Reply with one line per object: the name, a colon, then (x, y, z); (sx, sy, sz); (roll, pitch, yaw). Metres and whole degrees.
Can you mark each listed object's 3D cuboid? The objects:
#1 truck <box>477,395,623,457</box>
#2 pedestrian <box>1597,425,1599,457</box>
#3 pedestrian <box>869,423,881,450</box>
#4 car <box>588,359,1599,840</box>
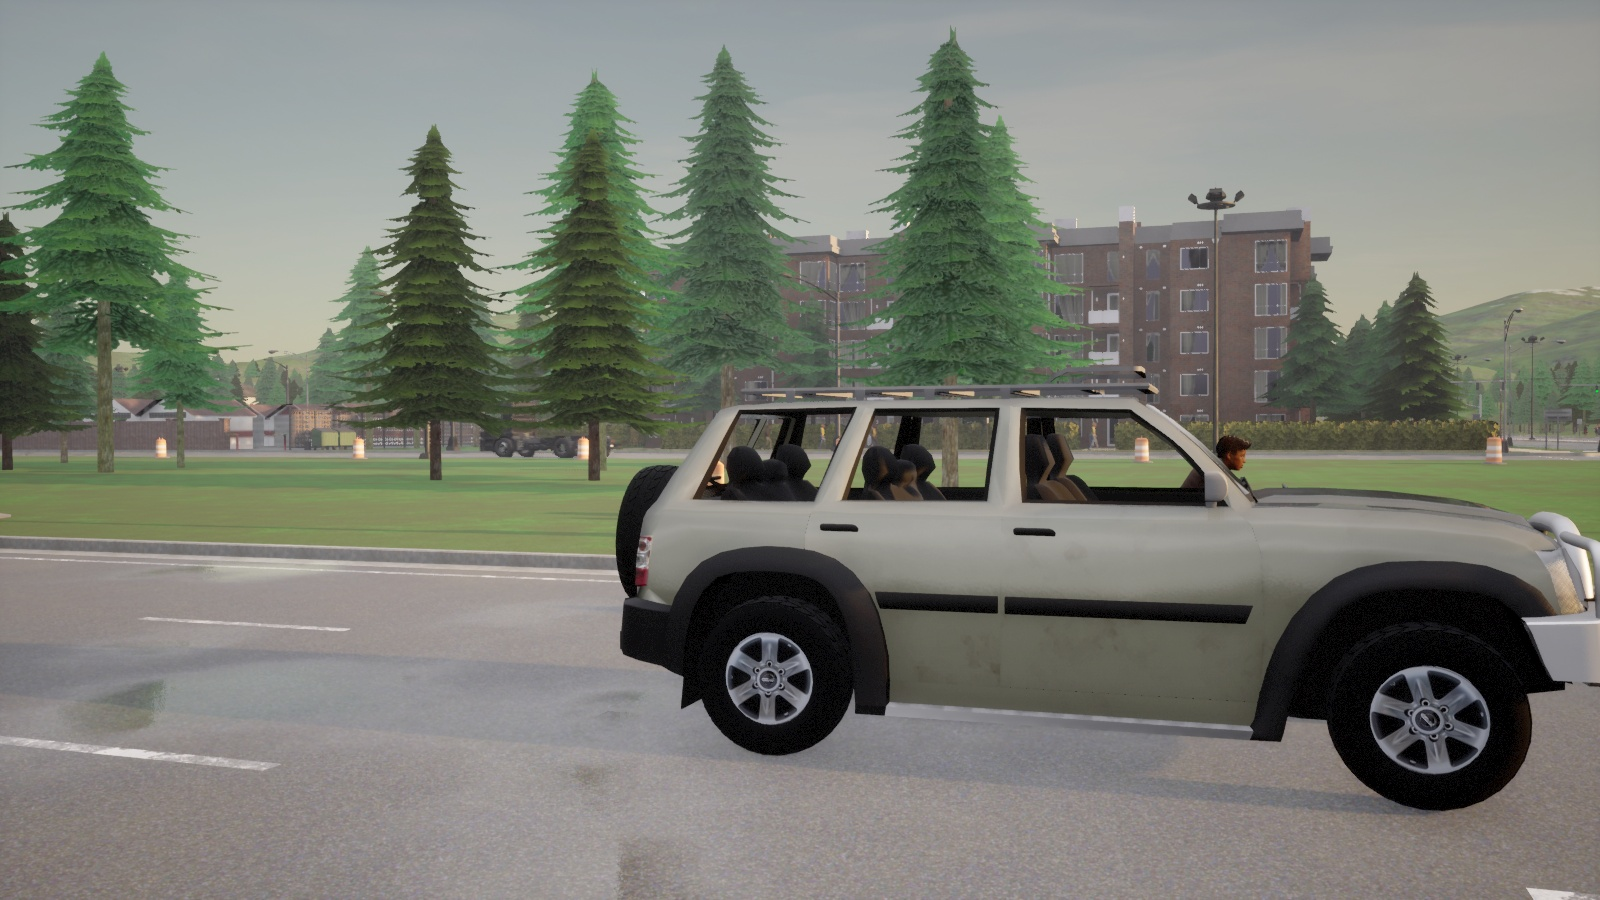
truck: (-14.530, -1.378, 72.978); (7.936, 3.462, 2.891); (1, 1, 19)
pedestrian: (45.780, -0.502, 71.132); (0.899, 1.844, 0.634); (0, 1, 16)
pedestrian: (5.079, -0.892, 85.362); (0.726, 1.835, 0.370); (1, 1, 19)
car: (1.444, 0.546, 6.396); (4.605, 1.855, 1.932); (1, 1, 18)
